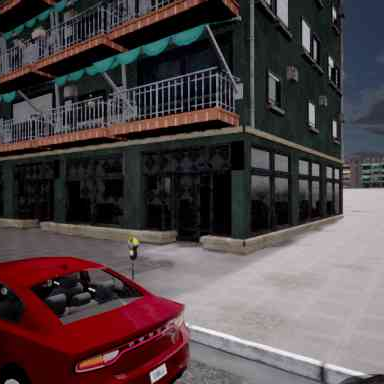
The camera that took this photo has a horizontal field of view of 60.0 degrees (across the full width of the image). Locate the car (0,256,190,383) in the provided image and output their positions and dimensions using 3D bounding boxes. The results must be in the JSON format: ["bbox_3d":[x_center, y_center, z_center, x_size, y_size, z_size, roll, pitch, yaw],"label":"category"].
[{"bbox_3d":[-2.128,1.545,4.383,4.507,1.381,1.887,0,0,35],"label":"car"}]

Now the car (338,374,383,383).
[{"bbox_3d":[2.469,1.566,1.122,4.313,1.339,1.947,0,0,35],"label":"car"}]
